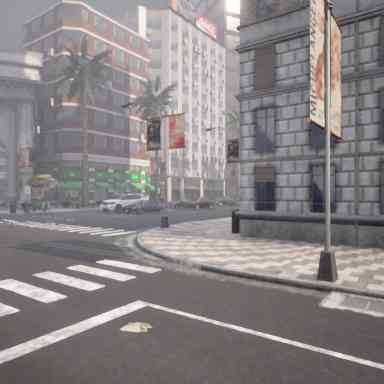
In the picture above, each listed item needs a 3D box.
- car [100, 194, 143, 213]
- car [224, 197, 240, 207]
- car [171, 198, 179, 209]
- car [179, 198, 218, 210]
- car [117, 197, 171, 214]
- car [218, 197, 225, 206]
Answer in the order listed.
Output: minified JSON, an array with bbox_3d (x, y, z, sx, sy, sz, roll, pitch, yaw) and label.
[{"bbox_3d":[-7.728,1.221,37.819,2.150,2.045,5.566,0,0,36],"label":"car"},{"bbox_3d":[7.483,1.564,51.198,4.181,1.385,1.994,0,0,-43],"label":"car"},{"bbox_3d":[-1.727,1.526,45.821,1.812,1.442,4.674,0,0,37],"label":"car"},{"bbox_3d":[0.951,1.478,43.602,1.882,1.535,5.008,0,0,38],"label":"car"},{"bbox_3d":[-5.014,1.547,35.625,2.033,1.411,5.357,0,0,36],"label":"car"},{"bbox_3d":[4.926,1.491,53.578,4.902,1.511,2.128,0,0,-44],"label":"car"}]
